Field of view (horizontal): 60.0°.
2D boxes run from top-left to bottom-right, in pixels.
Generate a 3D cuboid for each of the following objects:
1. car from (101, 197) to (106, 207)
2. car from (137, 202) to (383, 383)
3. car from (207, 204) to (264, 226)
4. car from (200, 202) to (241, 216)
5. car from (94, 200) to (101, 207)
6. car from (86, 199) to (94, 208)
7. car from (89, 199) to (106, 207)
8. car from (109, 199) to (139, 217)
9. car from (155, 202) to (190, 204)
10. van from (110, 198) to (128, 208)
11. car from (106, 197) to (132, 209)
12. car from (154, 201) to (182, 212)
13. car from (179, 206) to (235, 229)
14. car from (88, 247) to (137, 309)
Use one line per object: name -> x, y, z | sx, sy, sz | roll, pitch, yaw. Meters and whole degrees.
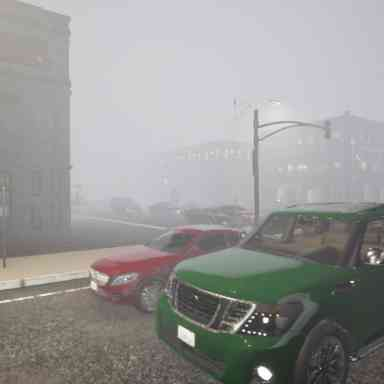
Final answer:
car -> -12.239, 2.028, 53.570 | 2.128, 1.511, 4.902 | -1, 0, -36
car -> 2.181, 1.221, 5.251 | 5.566, 2.045, 2.150 | 0, 0, -36
car -> 3.314, 1.744, 26.293 | 1.812, 1.442, 4.674 | -1, 0, -35
car -> 3.076, 1.809, 36.564 | 2.008, 1.369, 4.403 | -2, 0, -36
car -> -16.230, 1.939, 63.589 | 2.192, 1.841, 5.009 | -1, 0, -36
car -> -19.256, 2.158, 63.395 | 2.128, 1.511, 4.902 | -1, 0, -36
car -> -19.441, 2.227, 68.094 | 1.887, 1.381, 4.507 | -1, 0, -36
car -> -6.961, 1.846, 36.196 | 1.967, 1.590, 4.097 | -1, 0, -36
car -> -2.733, 1.830, 34.752 | 2.128, 1.511, 4.902 | -1, 0, -36
van -> -13.012, 1.906, 59.085 | 1.690, 1.788, 3.998 | -1, 0, -36
car -> -8.778, 1.677, 43.245 | 2.150, 2.045, 5.566 | -1, 0, -35
car -> -3.356, 1.965, 45.572 | 1.802, 1.307, 4.206 | -2, 0, -36
car -> 1.007, 1.814, 24.833 | 1.947, 1.339, 4.313 | -2, 0, -36
car -> 0.025, 1.525, 7.688 | 4.674, 1.442, 1.812 | 0, 0, -36
